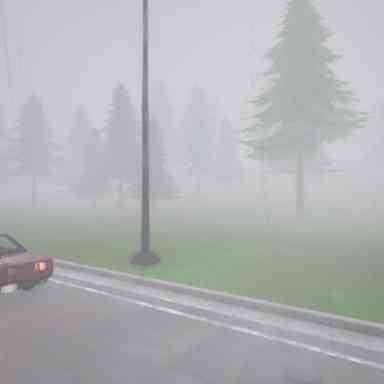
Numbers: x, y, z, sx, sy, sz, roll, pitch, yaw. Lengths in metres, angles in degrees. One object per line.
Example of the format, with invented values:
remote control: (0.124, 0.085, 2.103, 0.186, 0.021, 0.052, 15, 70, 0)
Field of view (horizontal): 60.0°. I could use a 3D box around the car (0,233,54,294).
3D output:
car: (-5.390, 1.609, 7.777, 4.718, 1.301, 1.895, 0, 0, 35)
